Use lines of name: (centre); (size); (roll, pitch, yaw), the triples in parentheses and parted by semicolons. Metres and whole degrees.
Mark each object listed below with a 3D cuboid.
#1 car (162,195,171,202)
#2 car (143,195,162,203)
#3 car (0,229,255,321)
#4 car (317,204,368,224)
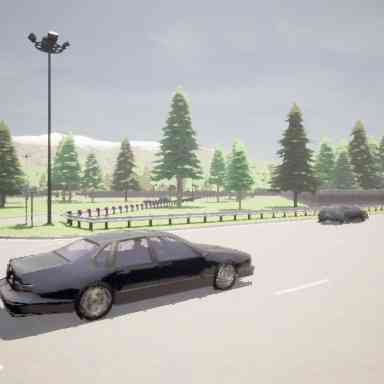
car: (-5.645, 1.347, 69.772); (2.097, 1.767, 4.553); (0, 0, 5)
car: (-6.905, 1.598, 56.630); (1.895, 1.301, 4.718); (0, 0, 6)
car: (-1.095, 1.547, 7.259); (5.357, 1.411, 2.033); (0, 0, -35)
car: (11.172, 1.560, 24.577); (4.181, 1.385, 1.994); (0, 0, -35)
